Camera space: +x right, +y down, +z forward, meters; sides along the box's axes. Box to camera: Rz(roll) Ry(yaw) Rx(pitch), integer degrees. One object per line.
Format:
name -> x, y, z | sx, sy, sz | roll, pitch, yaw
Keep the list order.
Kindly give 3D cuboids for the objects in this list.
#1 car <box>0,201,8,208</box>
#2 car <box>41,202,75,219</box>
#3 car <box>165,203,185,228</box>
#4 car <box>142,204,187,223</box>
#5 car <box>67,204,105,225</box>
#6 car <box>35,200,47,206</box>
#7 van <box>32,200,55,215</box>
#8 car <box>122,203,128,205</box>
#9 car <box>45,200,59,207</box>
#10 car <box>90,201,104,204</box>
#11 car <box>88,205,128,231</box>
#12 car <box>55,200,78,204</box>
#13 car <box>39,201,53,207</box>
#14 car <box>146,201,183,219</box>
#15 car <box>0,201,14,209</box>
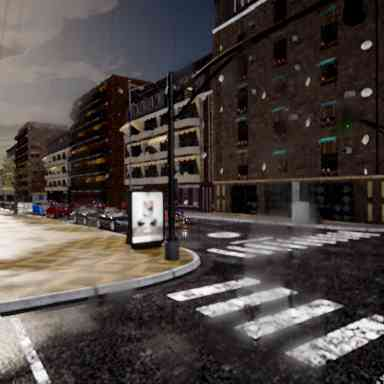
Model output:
car -> -44.316, 2.860, 77.548 | 1.887, 1.381, 4.507 | -2, 0, -36
car -> -14.650, 2.112, 36.270 | 1.887, 1.381, 4.507 | -2, 0, -36
car -> -2.425, 1.647, 23.906 | 2.097, 1.767, 4.553 | -1, -1, -36
car -> -2.537, 1.862, 29.532 | 1.812, 1.442, 4.674 | -1, -1, -36
car -> -8.586, 1.966, 27.785 | 2.008, 1.369, 4.403 | -2, 0, -36
car -> -37.519, 2.792, 82.450 | 1.887, 1.381, 4.507 | -2, 0, -36
van -> -19.558, 2.032, 43.165 | 1.690, 1.788, 3.998 | -2, 0, -36
car -> -8.136, 2.091, 41.844 | 1.802, 1.307, 4.206 | -2, 0, -36
car -> -31.007, 2.523, 73.415 | 1.967, 1.590, 4.097 | -2, 0, -36
car -> -14.715, 2.113, 50.833 | 1.967, 1.590, 4.097 | -2, 0, -36
car -> -5.328, 1.885, 23.268 | 2.008, 1.369, 4.403 | -2, 0, -36
car -> -17.649, 2.224, 45.109 | 2.033, 1.411, 5.357 | -1, -1, -35
car -> -34.261, 2.731, 77.932 | 1.947, 1.339, 4.313 | -2, 0, -36
car -> -2.891, 1.818, 34.652 | 1.967, 1.590, 4.097 | -2, 0, -36
car -> -37.801, 2.701, 68.514 | 2.008, 1.369, 4.403 | -2, 0, -36
